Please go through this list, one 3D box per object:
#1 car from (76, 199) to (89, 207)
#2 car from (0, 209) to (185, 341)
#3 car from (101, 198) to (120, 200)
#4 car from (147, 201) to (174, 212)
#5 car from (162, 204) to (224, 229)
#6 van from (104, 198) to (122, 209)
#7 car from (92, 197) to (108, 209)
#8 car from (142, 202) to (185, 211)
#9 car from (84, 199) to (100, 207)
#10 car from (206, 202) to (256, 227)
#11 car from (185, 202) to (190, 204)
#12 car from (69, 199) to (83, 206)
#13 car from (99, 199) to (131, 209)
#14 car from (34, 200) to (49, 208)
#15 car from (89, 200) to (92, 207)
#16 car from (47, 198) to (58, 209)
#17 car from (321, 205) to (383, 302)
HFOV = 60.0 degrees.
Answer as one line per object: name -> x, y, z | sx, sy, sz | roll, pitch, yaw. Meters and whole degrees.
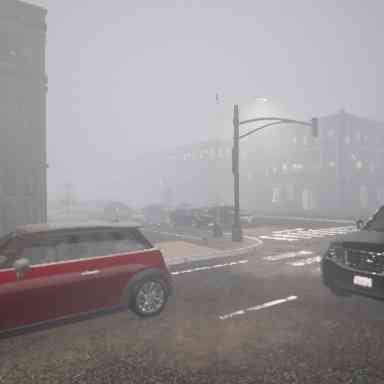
car -> -21.897, 2.263, 65.162 | 1.994, 1.385, 4.181 | -1, 0, -35
car -> -2.633, 1.351, 5.798 | 4.553, 1.767, 2.097 | 0, 0, -35
car -> -9.254, 1.938, 41.827 | 2.128, 1.511, 4.902 | -1, 0, -35
car -> -4.295, 1.966, 44.817 | 1.802, 1.307, 4.206 | -2, 0, -35
car -> 0.004, 1.814, 24.064 | 1.947, 1.339, 4.313 | -1, 0, -35
van -> -13.910, 1.907, 58.359 | 1.690, 1.788, 3.998 | -1, 0, -35
car -> -13.969, 2.043, 53.989 | 2.128, 1.511, 4.902 | -1, 0, -35
car -> -3.260, 1.877, 33.360 | 2.033, 1.411, 5.357 | -1, 0, -36
car -> -20.311, 2.227, 67.388 | 1.887, 1.381, 4.507 | -1, 0, -35
car -> 2.685, 1.737, 24.990 | 1.812, 1.442, 4.674 | -1, 0, -33
car -> -1.093, 1.903, 40.303 | 1.802, 1.307, 4.206 | -2, 0, -35
car -> -26.717, 2.364, 76.417 | 1.947, 1.339, 4.313 | -1, 0, -35
car -> -7.929, 1.846, 35.451 | 1.967, 1.590, 4.097 | -1, 0, -35
car -> -30.348, 2.375, 67.052 | 2.008, 1.369, 4.403 | -1, 0, -35
car -> -17.114, 1.939, 62.873 | 2.192, 1.841, 5.009 | -1, 0, -35
car -> -23.844, 2.232, 57.884 | 1.752, 1.417, 4.829 | -1, 0, -35
car -> 5.272, 1.220, 7.445 | 5.566, 2.045, 2.150 | 0, 0, -35
